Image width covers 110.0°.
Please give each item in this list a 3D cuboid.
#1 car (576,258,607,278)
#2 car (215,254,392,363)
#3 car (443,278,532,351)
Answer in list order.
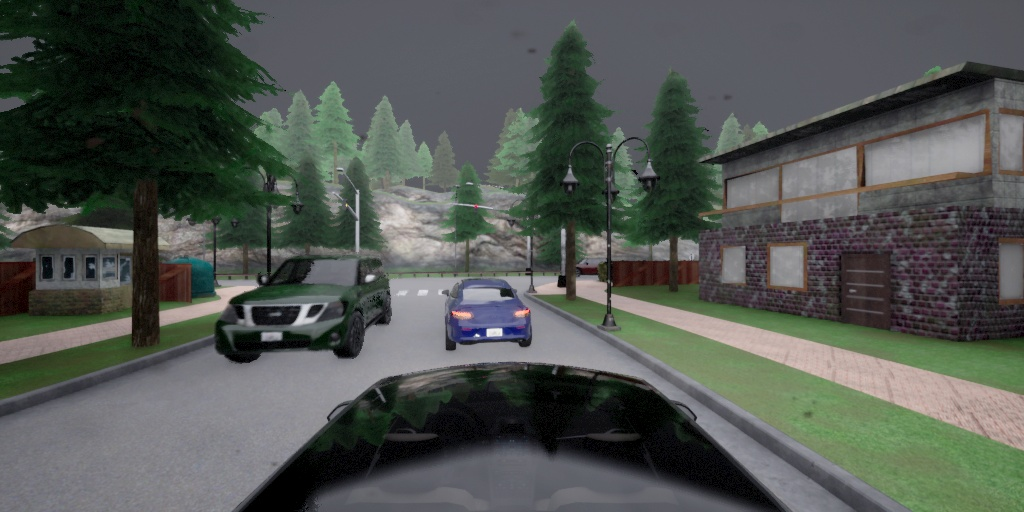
[{"bbox_3d":[6.607,0.943,31.500,4.553,1.767,2.097,0,0,-12],"label":"car"},{"bbox_3d":[-4.369,0.971,8.623,2.150,2.045,5.566,0,0,-9],"label":"car"},{"bbox_3d":[-0.755,1.275,9.016,1.812,1.442,4.674,0,0,-11],"label":"car"}]
